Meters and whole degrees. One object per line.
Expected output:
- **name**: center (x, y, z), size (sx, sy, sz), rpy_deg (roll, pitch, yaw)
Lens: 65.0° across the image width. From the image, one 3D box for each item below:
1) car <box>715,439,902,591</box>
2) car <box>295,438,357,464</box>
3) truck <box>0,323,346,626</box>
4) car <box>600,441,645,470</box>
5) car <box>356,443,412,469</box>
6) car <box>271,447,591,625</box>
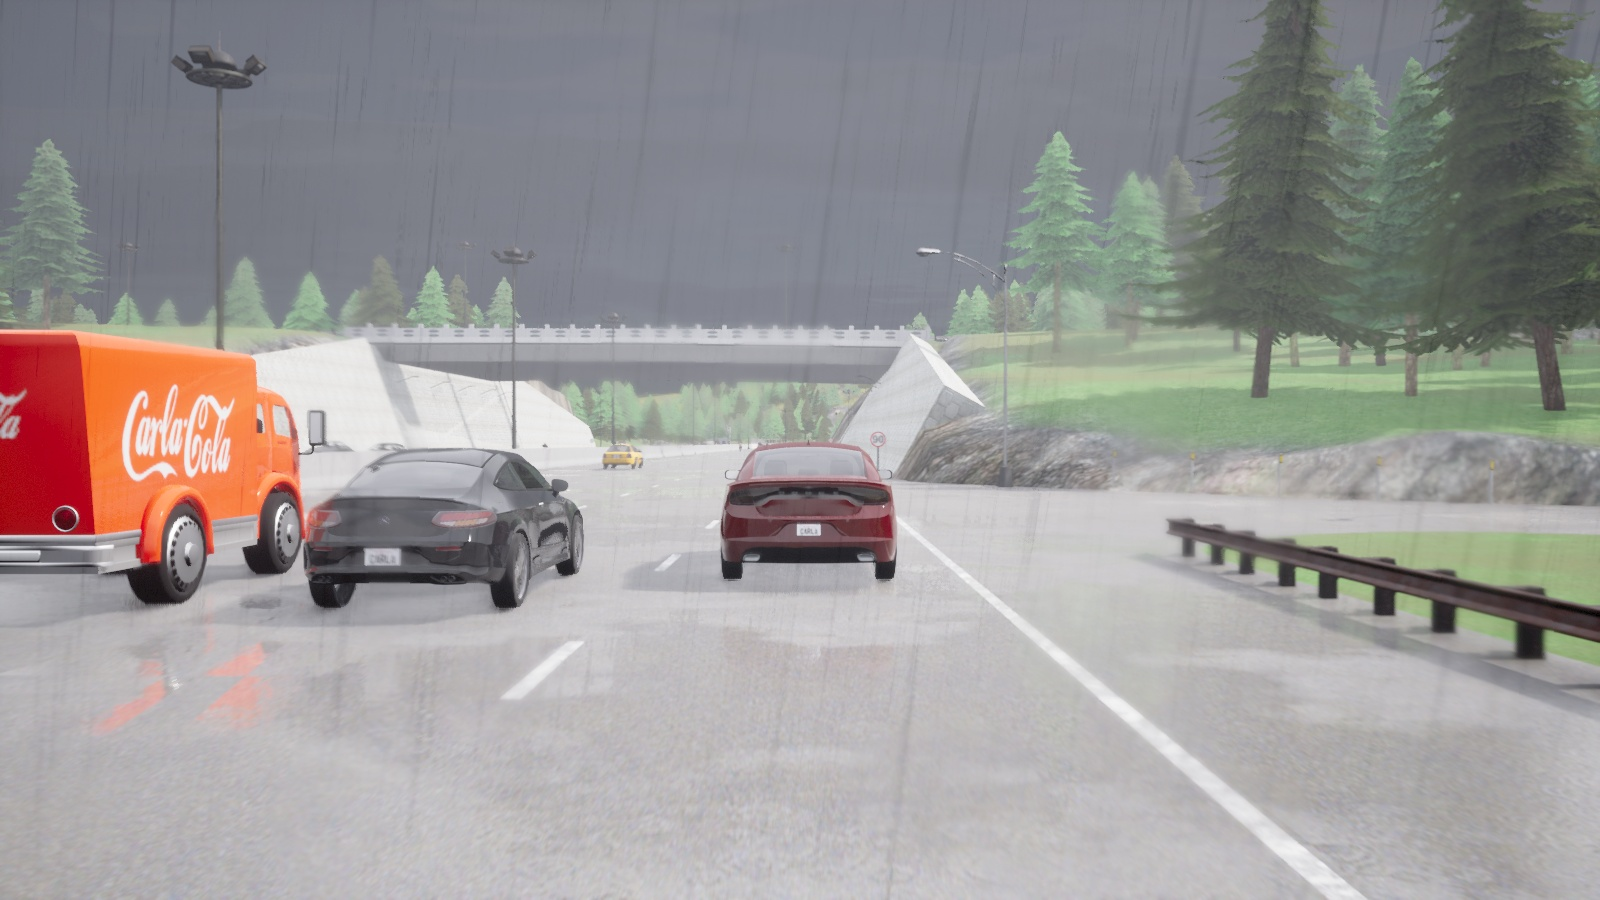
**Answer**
- **car**: center (0.101, 0.639, 15.132), size (1.882, 1.535, 5.008), rpy_deg (0, 0, 0)
- **car**: center (-31.016, 0.036, 82.319), size (2.152, 1.651, 5.027), rpy_deg (0, 0, 0)
- **truck**: center (-6.911, 0.182, 12.835), size (2.627, 2.467, 5.204), rpy_deg (0, 0, 0)
- **car**: center (-10.077, 0.273, 71.702), size (1.801, 1.575, 5.366), rpy_deg (0, 0, 0)
- **car**: center (-24.071, 0.330, 72.783), size (1.816, 1.474, 4.193), rpy_deg (0, 0, 0)
- **car**: center (-3.413, 0.698, 12.625), size (1.812, 1.442, 4.674), rpy_deg (0, 0, 0)
